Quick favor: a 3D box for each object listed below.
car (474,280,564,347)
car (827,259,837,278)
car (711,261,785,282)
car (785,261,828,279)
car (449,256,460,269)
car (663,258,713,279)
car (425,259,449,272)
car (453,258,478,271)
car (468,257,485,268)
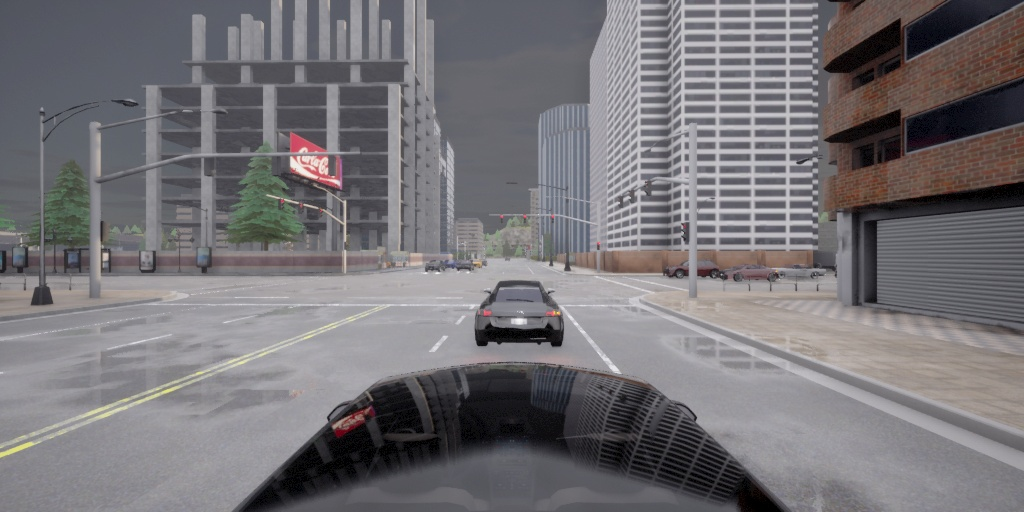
[{"bbox_3d":[0.192,1.314,9.372,1.994,1.385,4.181,0,0,1],"label":"car"},{"bbox_3d":[28.691,1.228,28.597,5.008,1.535,1.882,0,0,1],"label":"car"},{"bbox_3d":[18.805,1.314,28.738,4.181,1.385,1.994,0,0,1],"label":"car"},{"bbox_3d":[25.074,1.351,32.153,4.718,1.301,1.895,0,0,1],"label":"car"},{"bbox_3d":[-9.641,1.227,55.685,1.882,1.535,5.008,0,0,1],"label":"car"},{"bbox_3d":[16.081,1.102,32.273,4.553,1.767,2.097,0,0,1],"label":"car"},{"bbox_3d":[-9.820,1.255,46.191,1.837,1.490,4.892,0,0,1],"label":"car"},{"bbox_3d":[-6.269,1.297,49.073,2.033,1.411,5.357,0,0,1],"label":"car"},{"bbox_3d":[-6.066,1.227,59.381,1.882,1.535,5.008,0,0,1],"label":"car"}]
